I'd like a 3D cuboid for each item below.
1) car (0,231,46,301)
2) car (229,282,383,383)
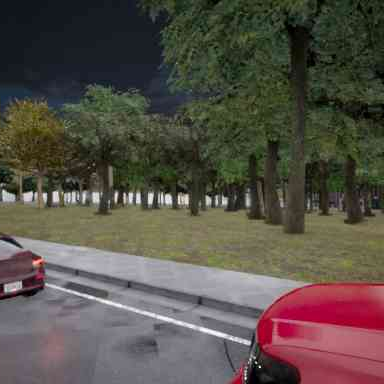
[{"bbox_3d":[-5.051,1.524,7.273,4.674,1.442,1.812,0,0,36],"label":"car"},{"bbox_3d":[2.906,1.222,1.613,5.566,2.045,2.150,0,0,35],"label":"car"}]
